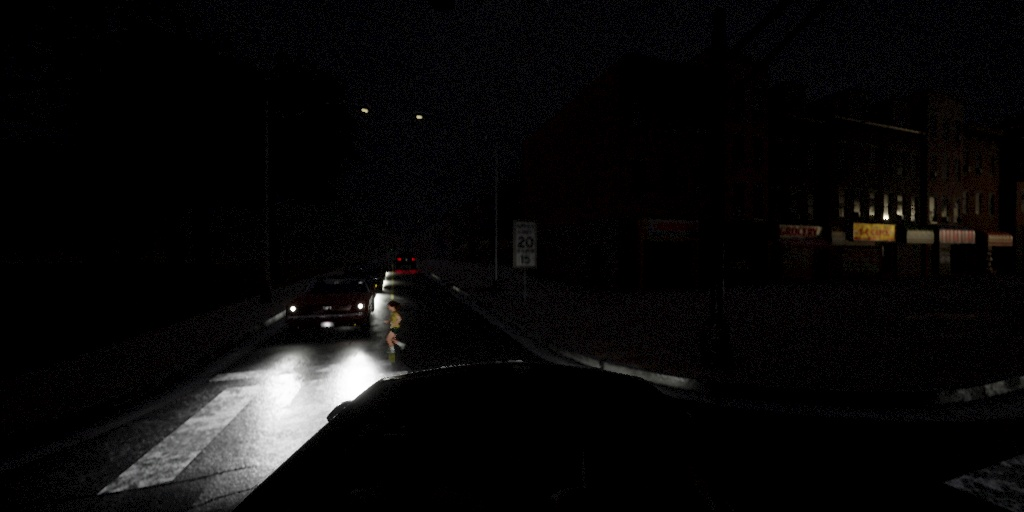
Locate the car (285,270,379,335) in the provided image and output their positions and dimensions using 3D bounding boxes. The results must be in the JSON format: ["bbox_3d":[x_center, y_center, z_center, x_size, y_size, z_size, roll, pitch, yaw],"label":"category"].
[{"bbox_3d":[-5.071,1.275,10.546,1.895,1.301,4.718,0,1,-19],"label":"car"}]

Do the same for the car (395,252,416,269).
[{"bbox_3d":[-12.925,0.521,43.542,2.150,2.045,5.566,0,0,-19],"label":"car"}]

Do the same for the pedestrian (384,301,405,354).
[{"bbox_3d":[-2.346,1.408,7.289,0.500,1.100,0.500,1,0,-18],"label":"pedestrian"}]

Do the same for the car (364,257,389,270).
[{"bbox_3d":[-10.992,0.913,28.373,1.882,1.535,5.008,0,1,-19],"label":"car"}]

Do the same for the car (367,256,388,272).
[{"bbox_3d":[-14.245,0.809,38.291,1.882,1.535,5.008,0,0,-18],"label":"car"}]

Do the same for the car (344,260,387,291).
[{"bbox_3d":[-7.966,1.113,19.238,1.994,1.385,4.181,0,1,-19],"label":"car"}]
